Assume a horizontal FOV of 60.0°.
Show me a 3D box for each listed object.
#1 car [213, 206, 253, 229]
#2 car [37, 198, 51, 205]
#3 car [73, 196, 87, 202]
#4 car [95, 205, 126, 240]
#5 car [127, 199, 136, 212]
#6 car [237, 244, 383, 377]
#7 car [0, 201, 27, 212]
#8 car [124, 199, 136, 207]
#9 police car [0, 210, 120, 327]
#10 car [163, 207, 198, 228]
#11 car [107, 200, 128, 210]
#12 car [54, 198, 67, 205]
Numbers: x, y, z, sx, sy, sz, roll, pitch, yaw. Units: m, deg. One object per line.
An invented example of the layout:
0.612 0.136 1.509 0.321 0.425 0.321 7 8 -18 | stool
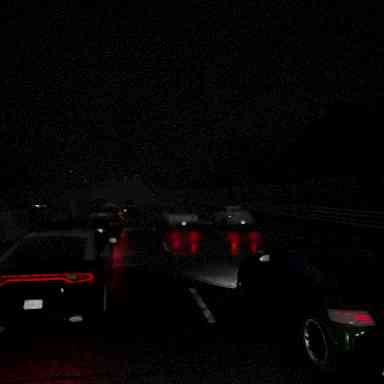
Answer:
2.734 1.654 22.791 1.812 1.442 4.674 0 0 -10 | car
-30.630 2.018 69.111 1.837 1.490 4.892 0 -1 -10 | car
-23.883 1.788 71.149 2.150 2.045 5.566 0 -1 -10 | car
-4.524 1.588 17.120 1.812 1.442 4.674 0 0 -10 | car
-8.265 1.832 43.868 2.033 1.411 5.357 0 -1 -10 | car
2.242 1.593 5.817 1.994 1.385 4.181 0 0 -10 | car
-16.661 1.632 30.593 1.837 1.490 4.892 0 -1 -10 | car
-11.506 2.038 61.687 1.994 1.385 4.181 0 -1 -10 | car
-2.764 1.441 7.380 1.930 1.638 5.238 0 0 -10 | police car
-0.924 1.720 23.350 1.895 1.301 4.718 0 0 -10 | car
-5.624 1.557 23.216 1.801 1.575 5.366 0 0 -10 | car
-26.963 2.045 68.503 1.812 1.442 4.674 0 -1 -10 | car
